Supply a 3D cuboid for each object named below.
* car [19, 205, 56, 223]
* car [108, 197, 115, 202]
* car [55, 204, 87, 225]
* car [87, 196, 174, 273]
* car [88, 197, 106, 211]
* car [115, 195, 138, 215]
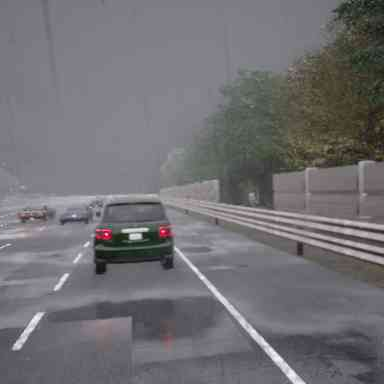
[{"bbox_3d":[-12.394,1.703,27.015,1.895,1.301,4.718,-2,1,-12],"label":"car"},{"bbox_3d":[-22.319,2.091,92.177,1.812,1.442,4.674,-2,-1,-12],"label":"car"},{"bbox_3d":[-8.423,1.586,24.577,1.994,1.385,4.181,-2,1,-12],"label":"car"},{"bbox_3d":[-1.949,1.196,10.927,2.150,2.045,5.566,-2,0,-12],"label":"car"},{"bbox_3d":[-12.204,1.506,42.942,1.837,1.490,4.892,-2,0,-12],"label":"car"},{"bbox_3d":[-6.515,1.251,33.125,2.097,1.767,4.553,-2,0,-12],"label":"car"}]
